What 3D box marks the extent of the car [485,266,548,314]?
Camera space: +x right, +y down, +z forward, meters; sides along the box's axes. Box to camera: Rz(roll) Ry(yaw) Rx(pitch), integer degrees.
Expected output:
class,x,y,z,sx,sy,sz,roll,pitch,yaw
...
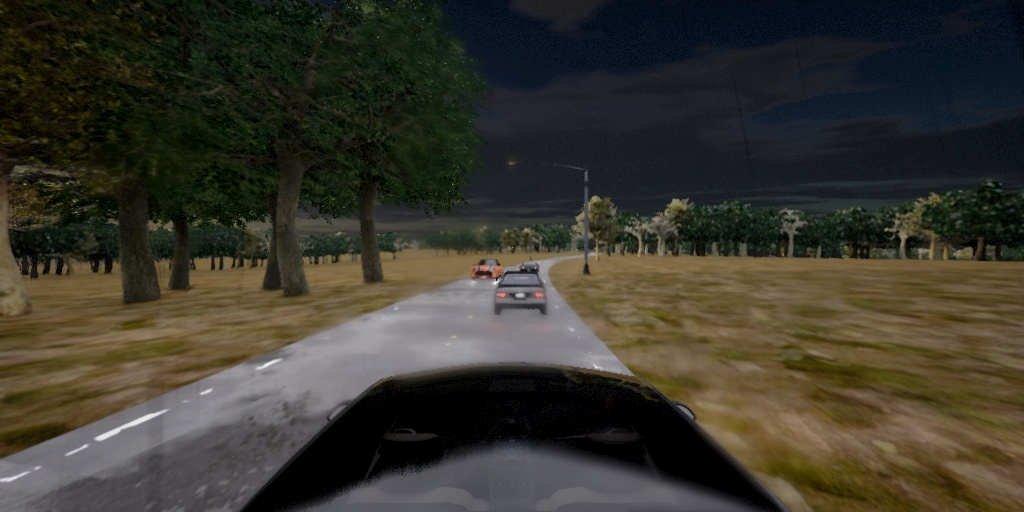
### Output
class,x,y,z,sx,sy,sz,roll,pitch,yaw
car,0.349,1.264,13.579,2.033,1.411,5.357,0,0,2

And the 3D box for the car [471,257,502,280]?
class,x,y,z,sx,sy,sz,roll,pitch,yaw
car,-1.948,1.001,29.166,2.097,1.767,4.553,0,0,4

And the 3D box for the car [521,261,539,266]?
class,x,y,z,sx,sy,sz,roll,pitch,yaw
car,1.922,1.218,37.682,1.895,1.301,4.718,0,0,5
